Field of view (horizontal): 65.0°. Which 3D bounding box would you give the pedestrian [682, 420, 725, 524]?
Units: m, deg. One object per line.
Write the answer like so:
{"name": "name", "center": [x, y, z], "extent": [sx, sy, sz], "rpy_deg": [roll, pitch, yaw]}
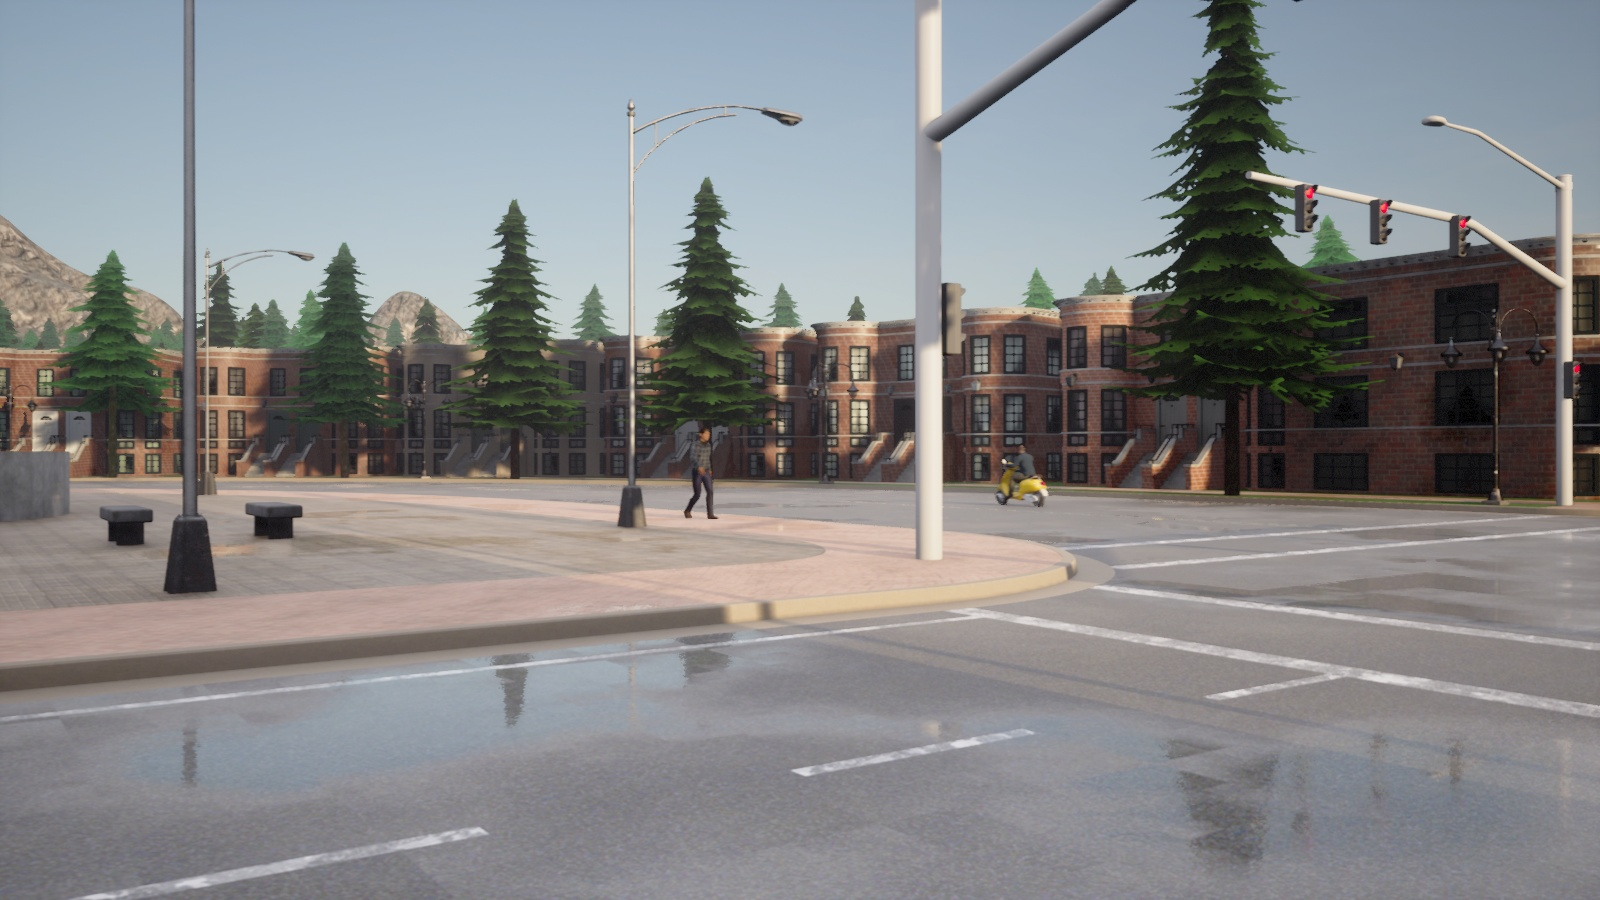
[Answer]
{"name": "pedestrian", "center": [-1.844, 0.409, 24.028], "extent": [0.423, 1.949, 0.788], "rpy_deg": [0, 0, -42]}

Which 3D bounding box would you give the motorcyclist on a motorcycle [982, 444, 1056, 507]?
{"name": "motorcyclist on a motorcycle", "center": [5.705, 0.656, 32.778], "extent": [0.866, 1.590, 1.817], "rpy_deg": [0, 0, -35]}
